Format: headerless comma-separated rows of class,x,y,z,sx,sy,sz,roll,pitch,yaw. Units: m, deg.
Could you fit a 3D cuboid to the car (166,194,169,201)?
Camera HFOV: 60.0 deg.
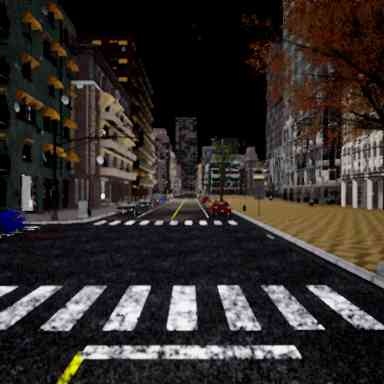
car,-5.959,1.419,63.492,1.802,1.307,4.206,0,0,0

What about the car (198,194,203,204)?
car,2.445,1.428,57.995,1.802,1.307,4.206,0,0,0

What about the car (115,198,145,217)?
car,-5.817,1.461,30.297,2.008,1.369,4.403,0,0,0

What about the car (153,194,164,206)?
car,-5.912,1.300,52.427,1.967,1.590,4.097,0,0,0

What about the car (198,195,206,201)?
car,2.350,1.350,80.126,1.887,1.381,4.507,0,0,0

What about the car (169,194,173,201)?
car,-6.006,1.256,74.558,1.967,1.590,4.097,0,0,0

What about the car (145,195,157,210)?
car,-5.865,1.435,41.363,2.008,1.369,4.403,0,0,0

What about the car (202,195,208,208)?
car,2.515,1.407,41.568,1.752,1.417,4.829,0,0,0

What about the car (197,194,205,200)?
car,2.327,1.348,85.659,2.008,1.369,4.403,0,0,0

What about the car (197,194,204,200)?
car,2.303,1.230,91.190,1.967,1.590,4.097,0,0,0

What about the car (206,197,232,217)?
car,2.563,1.453,30.332,1.887,1.381,4.507,0,0,0

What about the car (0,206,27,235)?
car,-10.920,1.328,16.435,5.008,1.535,1.882,2,3,-8

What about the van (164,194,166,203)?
van,-5.935,1.190,57.960,1.690,1.788,3.998,0,0,0
